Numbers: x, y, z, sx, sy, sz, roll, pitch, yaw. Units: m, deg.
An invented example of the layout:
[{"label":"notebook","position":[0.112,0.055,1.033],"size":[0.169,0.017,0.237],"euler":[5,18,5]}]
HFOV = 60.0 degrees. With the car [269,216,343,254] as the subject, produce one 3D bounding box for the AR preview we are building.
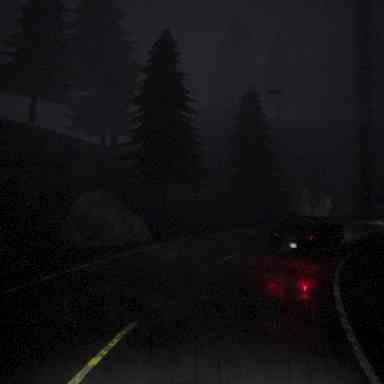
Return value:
[{"label":"car","position":[4.945,1.659,13.887],"size":[1.895,1.301,4.718],"euler":[0,0,35]}]
